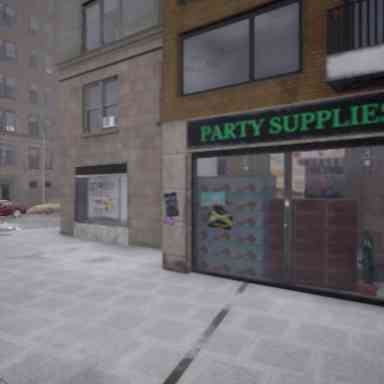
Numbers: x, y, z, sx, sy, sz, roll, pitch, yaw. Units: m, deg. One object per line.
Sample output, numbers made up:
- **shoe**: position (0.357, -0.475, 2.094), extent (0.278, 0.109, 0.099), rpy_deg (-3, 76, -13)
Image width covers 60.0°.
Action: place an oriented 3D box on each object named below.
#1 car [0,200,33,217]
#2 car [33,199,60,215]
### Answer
- **car**: position (-14.878, 1.280, 25.076), extent (1.887, 1.381, 4.507), rpy_deg (1, 1, 36)
- **car**: position (-11.758, 1.209, 29.388), extent (1.752, 1.417, 4.829), rpy_deg (1, 1, 36)
